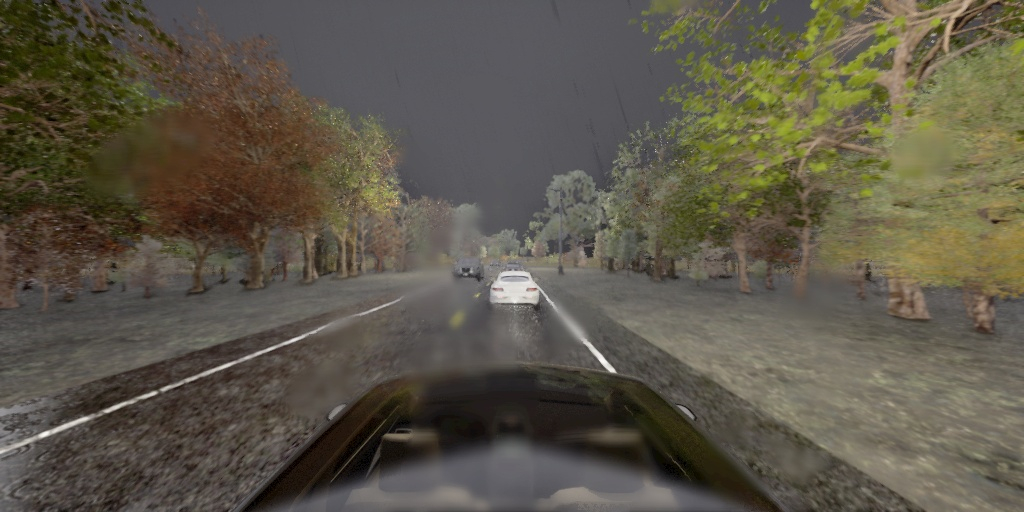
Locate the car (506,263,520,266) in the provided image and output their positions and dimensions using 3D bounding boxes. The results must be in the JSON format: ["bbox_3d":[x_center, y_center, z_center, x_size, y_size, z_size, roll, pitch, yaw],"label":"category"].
[{"bbox_3d":[0.104,1.445,38.008,2.033,1.411,5.357,0,0,0],"label":"car"}]

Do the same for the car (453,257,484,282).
[{"bbox_3d":[-3.586,1.089,30.754,2.150,2.045,5.566,0,0,0],"label":"car"}]

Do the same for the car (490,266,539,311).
[{"bbox_3d":[0.103,1.328,14.745,1.812,1.442,4.674,0,0,0],"label":"car"}]
